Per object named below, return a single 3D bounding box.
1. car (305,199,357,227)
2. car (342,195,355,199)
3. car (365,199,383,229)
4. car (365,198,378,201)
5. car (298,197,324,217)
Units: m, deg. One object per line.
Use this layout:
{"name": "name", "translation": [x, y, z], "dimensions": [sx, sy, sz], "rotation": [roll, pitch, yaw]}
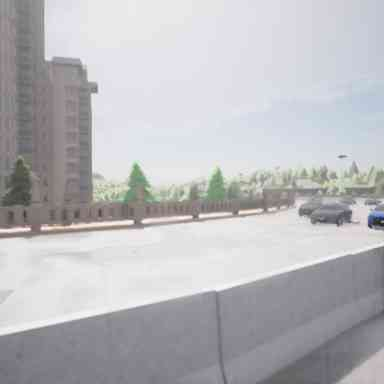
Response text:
{"name": "car", "translation": [9.913, 1.516, 23.382], "dimensions": [1.837, 1.490, 4.892], "rotation": [0, 0, 39]}
{"name": "car", "translation": [28.256, 1.512, 60.175], "dimensions": [2.097, 1.767, 4.553], "rotation": [-1, 0, 14]}
{"name": "car", "translation": [12.622, 1.467, 21.174], "dimensions": [1.882, 1.535, 5.008], "rotation": [0, 0, 39]}
{"name": "car", "translation": [31.110, 1.673, 57.098], "dimensions": [1.994, 1.385, 4.181], "rotation": [-1, 0, 15]}
{"name": "car", "translation": [11.497, 1.520, 31.199], "dimensions": [1.882, 1.535, 5.008], "rotation": [0, 0, 34]}
